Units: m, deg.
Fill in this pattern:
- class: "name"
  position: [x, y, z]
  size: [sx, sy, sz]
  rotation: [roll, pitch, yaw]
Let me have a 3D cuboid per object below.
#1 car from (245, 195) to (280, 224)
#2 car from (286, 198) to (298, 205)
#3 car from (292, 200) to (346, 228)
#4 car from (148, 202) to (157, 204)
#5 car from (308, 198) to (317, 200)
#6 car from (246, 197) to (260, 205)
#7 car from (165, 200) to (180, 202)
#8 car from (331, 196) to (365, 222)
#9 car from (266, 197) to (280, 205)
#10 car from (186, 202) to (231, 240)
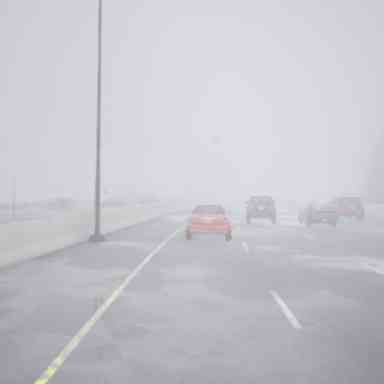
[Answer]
- class: "car"
  position: [5.310, 1.285, 25.885]
  size: [2.150, 2.045, 5.566]
  rotation: [0, 0, 10]
- class: "car"
  position: [18.747, 1.798, 61.871]
  size: [1.994, 1.385, 4.181]
  rotation: [1, 0, 22]
- class: "car"
  position: [8.710, 1.601, 23.301]
  size: [2.128, 1.511, 4.902]
  rotation: [1, 0, 8]
- class: "car"
  position: [-6.852, 1.384, 52.093]
  size: [1.882, 1.535, 5.008]
  rotation: [1, 0, 16]
- class: "car"
  position: [22.155, 1.770, 61.006]
  size: [2.128, 1.511, 4.902]
  rotation: [1, 0, 22]
- class: "car"
  position: [11.669, 1.669, 63.090]
  size: [1.812, 1.442, 4.674]
  rotation: [0, 0, 21]
- class: "car"
  position: [-2.918, 1.520, 53.091]
  size: [1.994, 1.385, 4.181]
  rotation: [1, 0, 17]
- class: "car"
  position: [13.017, 1.384, 28.628]
  size: [2.150, 2.045, 5.566]
  rotation: [0, 0, 10]
- class: "car"
  position: [15.473, 1.695, 63.240]
  size: [1.837, 1.490, 4.892]
  rotation: [0, -1, 22]
- class: "car"
  position: [0.969, 1.363, 17.433]
  size: [2.097, 1.767, 4.553]
  rotation: [1, 0, 6]
